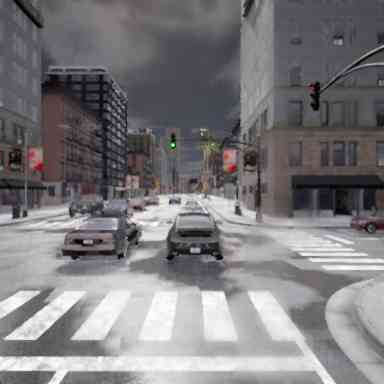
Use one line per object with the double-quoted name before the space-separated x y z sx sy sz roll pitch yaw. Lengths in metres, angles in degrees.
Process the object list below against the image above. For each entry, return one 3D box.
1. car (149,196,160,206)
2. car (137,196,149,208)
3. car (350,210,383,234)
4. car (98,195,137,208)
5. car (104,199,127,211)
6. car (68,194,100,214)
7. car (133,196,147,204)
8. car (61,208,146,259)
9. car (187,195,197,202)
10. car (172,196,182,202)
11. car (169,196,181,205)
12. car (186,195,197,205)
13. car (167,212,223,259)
"car" -6.559 1.532 56.041 1.837 1.490 4.892 0 0 1
"car" -6.599 1.508 39.241 1.882 1.535 5.008 0 0 0
"car" 11.292 1.653 19.043 4.206 1.307 1.802 0 0 2
"car" -6.570 1.379 29.851 2.097 1.767 4.553 0 0 -1
"car" -9.833 1.631 43.371 1.895 1.301 4.718 0 0 0
"car" -9.853 1.250 31.624 2.150 2.045 5.566 0 0 -1
"car" -9.771 1.529 63.064 1.837 1.490 4.892 0 0 0
"car" -3.152 1.559 12.598 2.033 1.411 5.357 0 0 0
"car" -0.019 1.389 71.394 2.033 1.411 5.357 0 0 0
"car" -3.269 1.445 71.423 1.895 1.301 4.718 0 0 0
"car" -3.265 1.549 61.391 1.812 1.442 4.674 0 0 0
"car" -0.016 1.549 61.392 1.812 1.442 4.674 0 0 0
"car" 0.097 1.519 12.547 1.837 1.490 4.892 0 0 0
